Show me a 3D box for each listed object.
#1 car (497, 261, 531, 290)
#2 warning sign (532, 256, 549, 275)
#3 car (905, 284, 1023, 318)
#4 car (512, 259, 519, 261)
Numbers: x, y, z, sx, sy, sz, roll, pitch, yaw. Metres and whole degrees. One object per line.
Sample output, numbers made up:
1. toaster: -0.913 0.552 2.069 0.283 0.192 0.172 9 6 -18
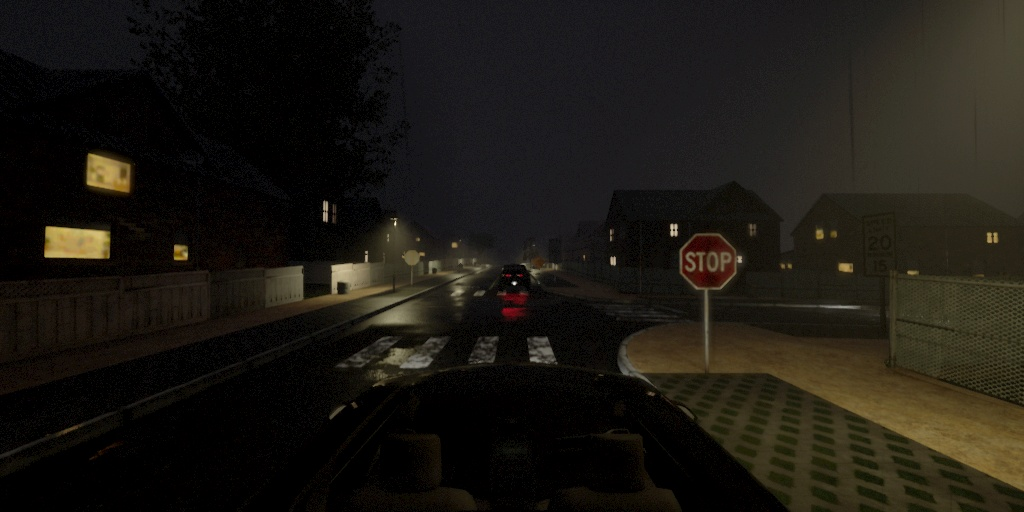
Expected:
1. car: 0.144 1.264 22.379 1.837 1.490 4.892 0 0 0
2. warning sign: 2.590 0.884 33.999 1.300 1.860 1.060 0 0 0
3. car: 19.166 1.798 14.896 4.181 1.385 1.994 1 -2 0
4. car: 0.173 1.407 56.819 1.895 1.301 4.718 0 0 1
